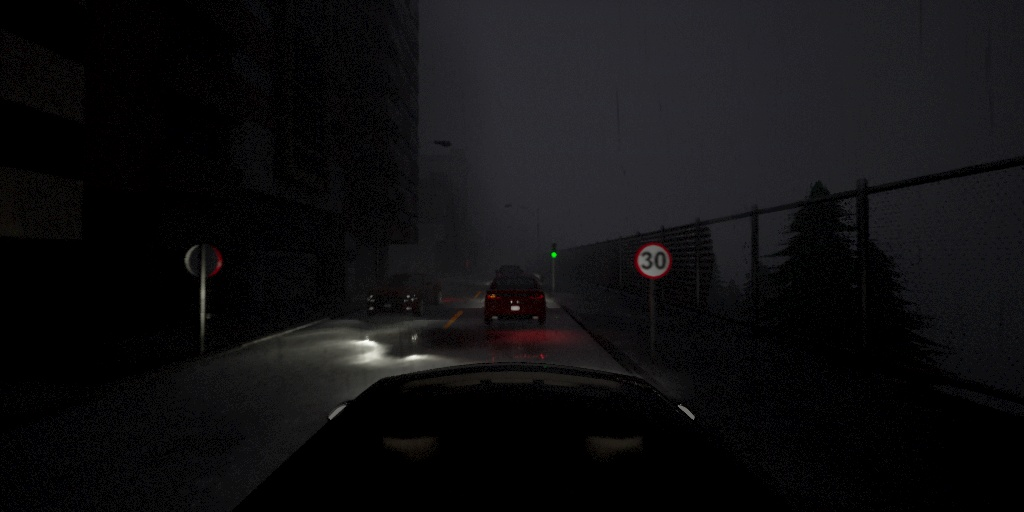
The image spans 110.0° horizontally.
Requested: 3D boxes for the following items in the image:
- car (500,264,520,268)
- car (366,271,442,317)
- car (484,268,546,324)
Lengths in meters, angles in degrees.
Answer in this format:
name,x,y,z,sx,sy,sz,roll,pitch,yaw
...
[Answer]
name,x,y,z,sx,sy,sz,roll,pitch,yaw
car,-0.208,1.415,26.319,2.097,1.767,4.553,0,-1,-4
car,-4.078,1.388,14.288,1.882,1.535,5.008,0,-1,0
car,0.095,1.367,12.692,1.882,1.535,5.008,0,-1,0
